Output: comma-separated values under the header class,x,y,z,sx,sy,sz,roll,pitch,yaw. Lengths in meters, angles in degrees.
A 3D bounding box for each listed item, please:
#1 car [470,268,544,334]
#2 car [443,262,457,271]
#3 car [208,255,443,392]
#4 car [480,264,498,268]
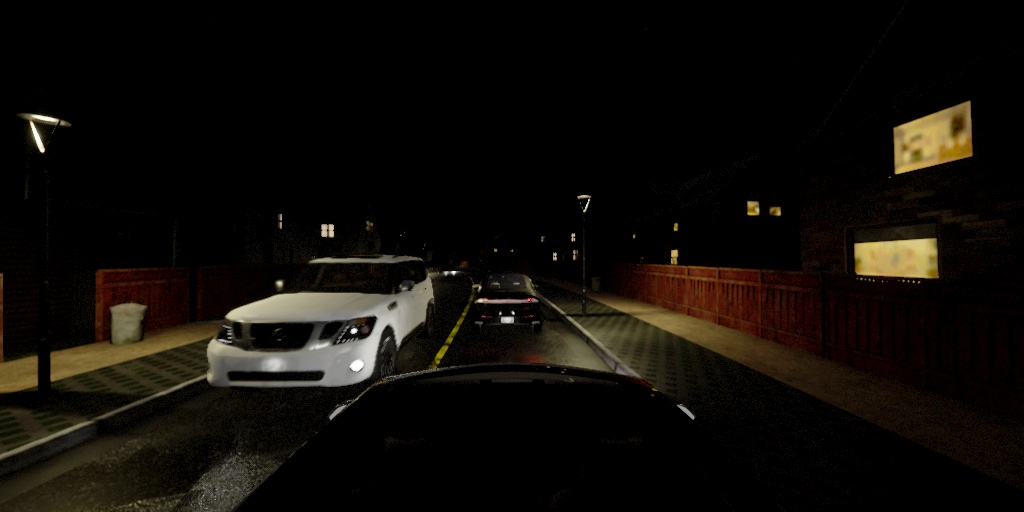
class,x,y,z,sx,sy,sz,roll,pitch,yaw
car,-0.194,1.272,10.721,2.128,1.511,4.902,0,0,-2
car,-9.782,1.687,55.833,1.994,1.385,4.181,0,-1,-14
car,-2.984,0.986,7.141,2.150,2.045,5.566,0,0,-2
car,-2.010,1.402,30.872,1.837,1.490,4.892,0,0,-8
